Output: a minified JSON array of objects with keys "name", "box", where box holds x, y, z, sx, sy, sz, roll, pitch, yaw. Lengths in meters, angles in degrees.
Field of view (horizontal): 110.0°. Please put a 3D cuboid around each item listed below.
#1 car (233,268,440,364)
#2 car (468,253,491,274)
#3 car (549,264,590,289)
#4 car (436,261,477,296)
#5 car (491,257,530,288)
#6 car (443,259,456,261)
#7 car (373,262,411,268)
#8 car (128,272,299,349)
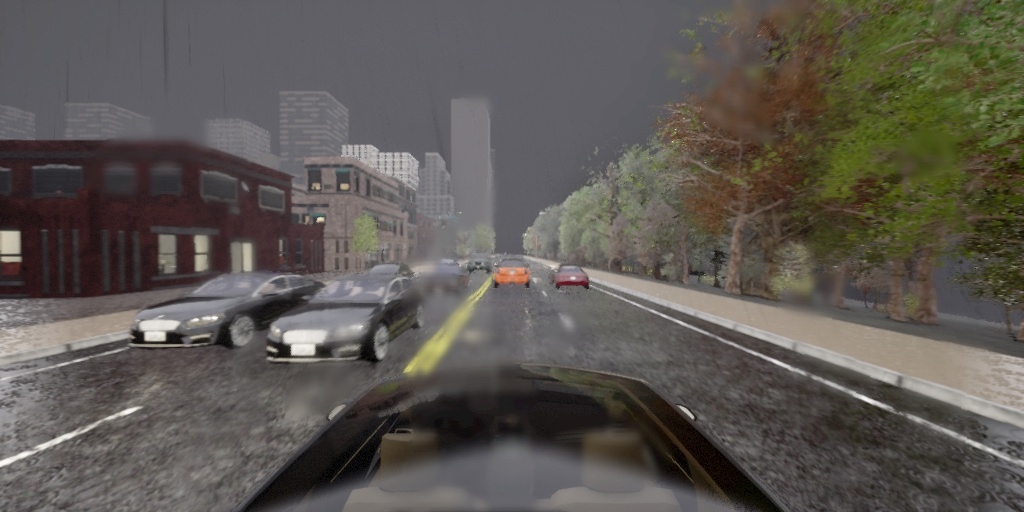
[{"name":"car","box":[-3.268,1.192,8.093,2.128,1.511,4.902,0,0,0]},{"name":"car","box":[-3.244,0.677,37.154,2.150,2.045,5.566,0,0,0]},{"name":"car","box":[3.355,1.158,21.675,1.994,1.385,4.181,0,1,0]},{"name":"car","box":[-3.248,1.165,18.709,2.033,1.411,5.357,0,0,0]},{"name":"car","box":[0.015,0.940,22.391,2.097,1.767,4.553,0,0,0]},{"name":"car","box":[-6.499,1.000,36.747,1.812,1.442,4.674,0,0,0]},{"name":"car","box":[-6.497,1.119,19.126,1.837,1.490,4.892,0,0,0]},{"name":"car","box":[-6.506,1.185,8.999,2.128,1.511,4.902,0,0,0]}]
